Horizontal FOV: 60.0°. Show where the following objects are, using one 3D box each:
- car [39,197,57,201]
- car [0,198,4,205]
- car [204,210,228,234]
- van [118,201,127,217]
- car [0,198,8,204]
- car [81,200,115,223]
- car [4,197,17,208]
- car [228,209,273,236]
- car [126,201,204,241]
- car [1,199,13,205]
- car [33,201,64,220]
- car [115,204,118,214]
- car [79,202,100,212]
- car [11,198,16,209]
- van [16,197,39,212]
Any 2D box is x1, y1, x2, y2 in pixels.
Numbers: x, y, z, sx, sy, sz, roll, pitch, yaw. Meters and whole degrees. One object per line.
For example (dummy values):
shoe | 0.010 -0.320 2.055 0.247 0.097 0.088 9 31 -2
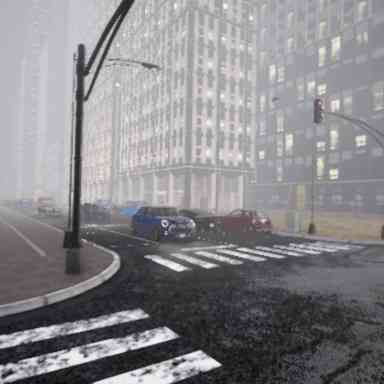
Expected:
car | -20.637 1.678 47.368 2.150 2.045 5.566 2 -2 -33
car | -37.814 2.145 68.747 1.947 1.339 4.313 2 -2 -33
car | -0.138 1.779 21.132 1.882 1.535 5.008 2 -2 -31
van | -6.087 1.840 35.496 1.690 1.788 3.998 2 -2 -33
car | -46.985 2.240 82.793 1.752 1.417 4.829 2 -2 -33
car | -8.672 1.763 28.864 1.882 1.535 5.008 2 -1 -33
car | -31.631 1.805 59.294 2.192 1.841 5.009 2 -2 -33
car | 3.177 1.816 21.306 1.967 1.590 4.097 2 -2 -33
car | -1.619 1.543 18.002 2.097 1.767 4.553 2 -2 -32
car | -40.901 2.175 73.476 2.008 1.369 4.403 2 -2 -33
car | -13.106 1.784 30.913 2.008 1.369 4.403 2 -2 -33
car | -9.180 2.091 40.220 2.008 1.369 4.403 2 -2 -33
car | -15.357 2.191 49.678 1.947 1.339 4.313 2 -2 -33
car | -25.460 1.985 49.829 1.802 1.307 4.206 2 -2 -33
van | -22.366 1.701 45.106 1.690 1.788 3.998 2 -2 -33
